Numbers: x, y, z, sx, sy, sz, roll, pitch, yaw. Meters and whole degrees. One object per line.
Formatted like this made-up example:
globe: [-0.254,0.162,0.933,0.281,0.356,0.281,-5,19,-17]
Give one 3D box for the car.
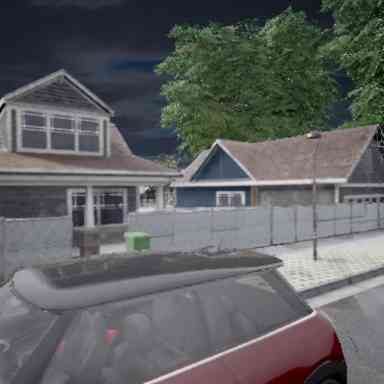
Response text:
car: [-0.859,1.352,2.497,4.553,1.767,2.097,0,0,-36]
